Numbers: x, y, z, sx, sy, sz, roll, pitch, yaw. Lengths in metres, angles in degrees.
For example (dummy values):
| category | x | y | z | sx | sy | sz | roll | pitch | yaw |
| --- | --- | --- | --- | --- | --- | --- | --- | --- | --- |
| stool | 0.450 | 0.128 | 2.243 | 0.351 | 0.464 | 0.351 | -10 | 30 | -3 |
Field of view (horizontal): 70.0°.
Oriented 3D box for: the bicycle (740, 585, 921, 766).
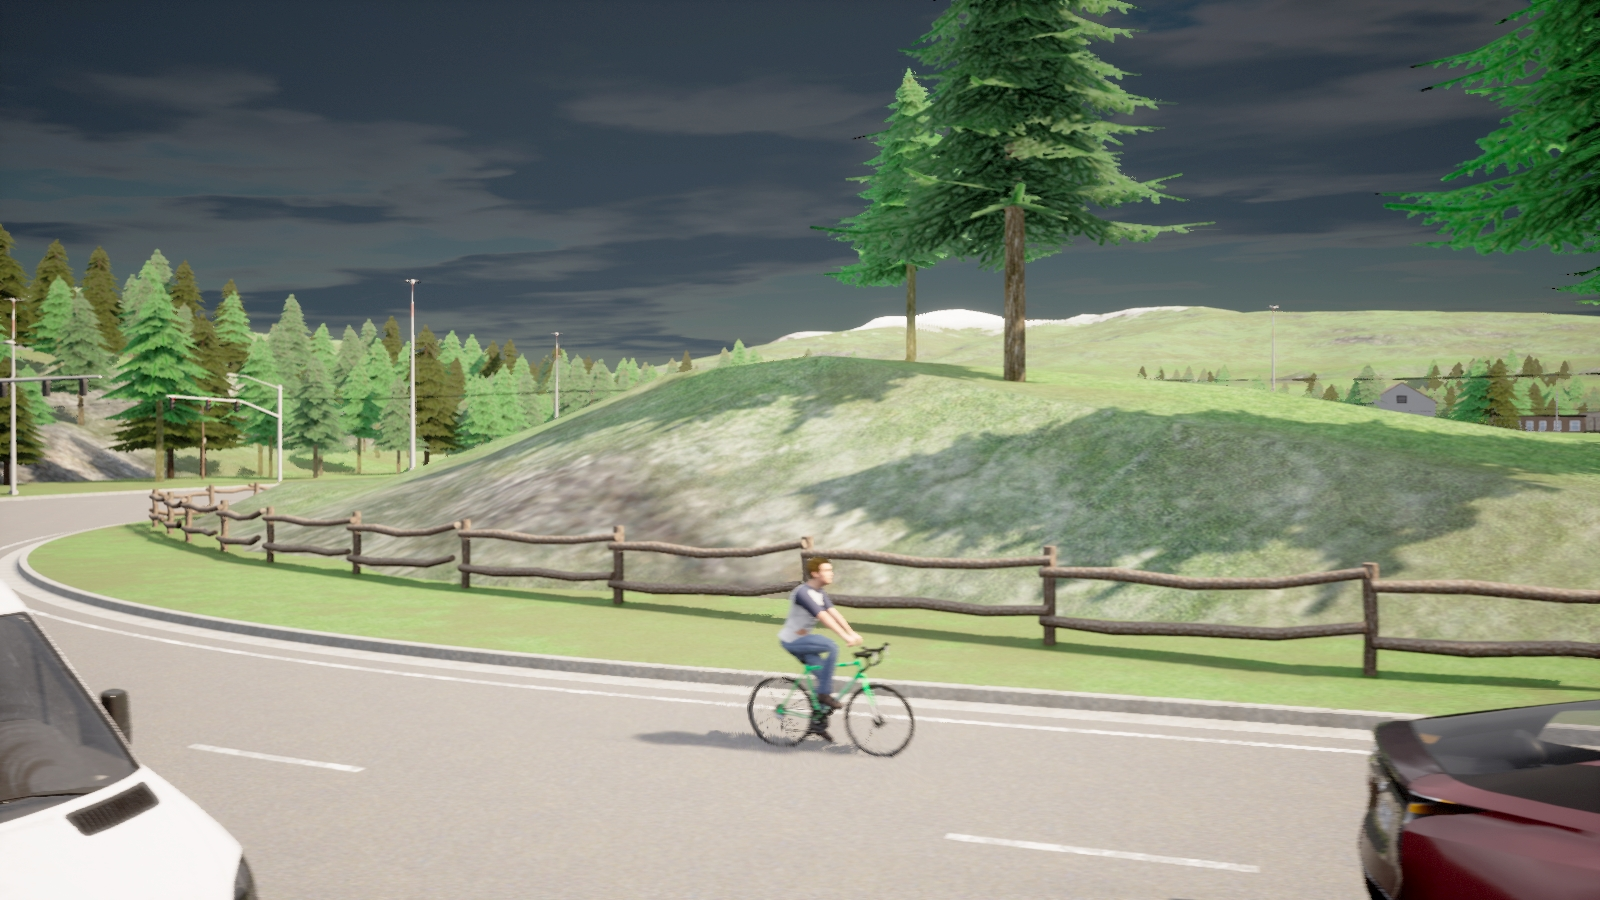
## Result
| category | x | y | z | sx | sy | sz | roll | pitch | yaw |
| --- | --- | --- | --- | --- | --- | --- | --- | --- | --- |
| bicycle | 0.272 | 2.056 | 10.612 | 1.643 | 1.496 | 0.373 | 0 | 0 | 21 |

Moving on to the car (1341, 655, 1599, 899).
| category | x | y | z | sx | sy | sz | roll | pitch | yaw |
| --- | --- | --- | --- | --- | --- | --- | --- | --- | --- |
| car | 5.140 | 2.039 | 5.401 | 4.514 | 1.525 | 2.007 | 0 | 0 | 20 |

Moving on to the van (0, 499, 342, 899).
| category | x | y | z | sx | sy | sz | roll | pitch | yaw |
| --- | --- | --- | --- | --- | --- | --- | --- | --- | --- |
| van | -5.099 | 1.535 | 5.100 | 5.915 | 2.561 | 1.988 | 0 | 1 | 22 |
